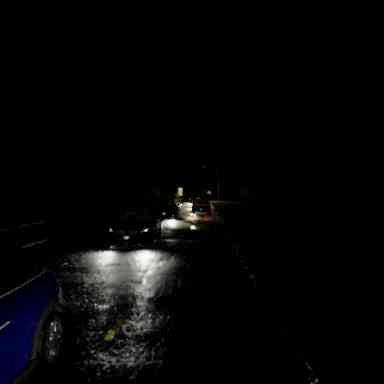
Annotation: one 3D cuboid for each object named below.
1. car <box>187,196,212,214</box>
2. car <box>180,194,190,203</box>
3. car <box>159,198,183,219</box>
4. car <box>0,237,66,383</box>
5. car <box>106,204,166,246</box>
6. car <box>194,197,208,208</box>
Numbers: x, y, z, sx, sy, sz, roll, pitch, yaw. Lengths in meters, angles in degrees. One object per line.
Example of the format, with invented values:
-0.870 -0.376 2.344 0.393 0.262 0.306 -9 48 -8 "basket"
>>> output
0.946 1.424 33.744 2.128 1.511 4.902 0 0 2 "car"
-1.120 1.239 61.102 2.097 1.767 4.553 0 0 2 "car"
-2.098 1.493 27.655 1.994 1.385 4.181 0 0 2 "car"
-2.807 1.331 2.627 2.097 1.767 4.553 0 0 2 "car"
-2.469 1.481 15.173 1.812 1.442 4.674 0 0 2 "car"
1.343 1.494 48.425 1.895 1.301 4.718 0 0 2 "car"
